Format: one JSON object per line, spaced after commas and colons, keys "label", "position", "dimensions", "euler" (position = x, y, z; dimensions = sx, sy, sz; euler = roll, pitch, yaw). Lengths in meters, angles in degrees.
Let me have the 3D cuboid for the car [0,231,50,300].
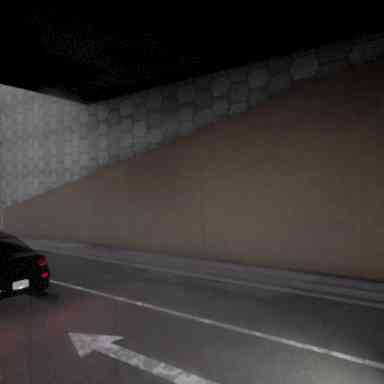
{"label": "car", "position": [-5.113, 1.599, 7.619], "dimensions": [4.674, 1.442, 1.812], "euler": [0, 0, 35]}
